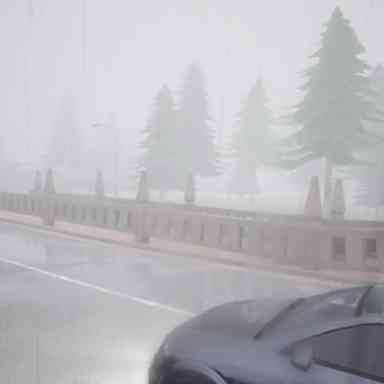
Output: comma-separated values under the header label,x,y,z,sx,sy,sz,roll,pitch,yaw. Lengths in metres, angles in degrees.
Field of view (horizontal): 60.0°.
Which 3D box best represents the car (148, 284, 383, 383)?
label,x,y,z,sx,sy,sz,roll,pitch,yaw
car,1.615,1.563,2.832,4.181,1.385,1.994,0,0,35
